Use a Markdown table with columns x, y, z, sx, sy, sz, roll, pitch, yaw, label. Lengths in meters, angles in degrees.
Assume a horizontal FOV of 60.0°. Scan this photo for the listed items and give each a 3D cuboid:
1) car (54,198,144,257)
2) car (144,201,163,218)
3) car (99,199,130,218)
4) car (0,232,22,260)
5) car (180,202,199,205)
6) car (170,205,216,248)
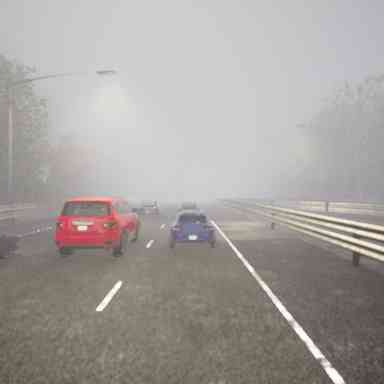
| x | y | z | sx | sy | sz | roll | pitch | yaw | label |
| --- | --- | --- | --- | --- | --- | --- | --- | --- | --- |
| -3.472 | 1.224 | 13.151 | 2.150 | 2.045 | 5.566 | 0 | 0 | -1 | car |
| -3.724 | 1.508 | 30.038 | 2.128 | 1.511 | 4.902 | 0 | 0 | -1 | car |
| -7.257 | 1.497 | 31.649 | 1.882 | 1.535 | 5.008 | 0 | 0 | -1 | car |
| -6.942 | 1.550 | 9.340 | 2.033 | 1.411 | 5.357 | 0 | 0 | 0 | car |
| -0.233 | 1.579 | 30.544 | 1.994 | 1.385 | 4.181 | 0 | 0 | -1 | car |
| 0.011 | 1.528 | 14.717 | 1.812 | 1.442 | 4.674 | 0 | 0 | -1 | car |
